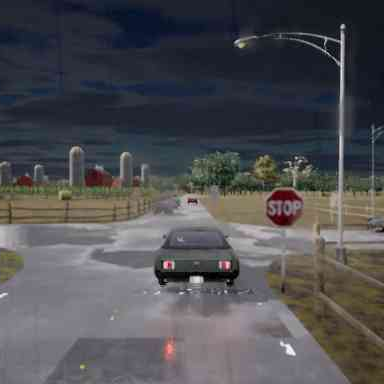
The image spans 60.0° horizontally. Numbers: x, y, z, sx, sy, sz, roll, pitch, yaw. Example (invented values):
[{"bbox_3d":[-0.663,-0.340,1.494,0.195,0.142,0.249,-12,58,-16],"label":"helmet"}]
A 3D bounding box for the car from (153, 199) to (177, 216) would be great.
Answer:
[{"bbox_3d":[-2.805,1.629,33.623,1.895,1.301,4.718,0,0,-1],"label":"car"}]

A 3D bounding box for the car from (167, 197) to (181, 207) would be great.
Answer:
[{"bbox_3d":[-2.829,1.573,54.170,2.033,1.411,5.357,0,0,0],"label":"car"}]

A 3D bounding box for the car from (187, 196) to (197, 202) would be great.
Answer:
[{"bbox_3d":[-0.003,1.567,74.054,1.994,1.385,4.181,0,0,0],"label":"car"}]

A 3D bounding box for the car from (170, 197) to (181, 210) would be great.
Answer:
[{"bbox_3d":[-2.843,1.592,43.696,1.994,1.385,4.181,0,0,0],"label":"car"}]

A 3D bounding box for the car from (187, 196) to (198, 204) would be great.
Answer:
[{"bbox_3d":[0.096,1.500,63.570,1.882,1.535,5.008,0,0,0],"label":"car"}]

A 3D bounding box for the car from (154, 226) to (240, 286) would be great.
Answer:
[{"bbox_3d":[0.103,1.613,9.431,1.895,1.301,4.718,0,0,0],"label":"car"}]

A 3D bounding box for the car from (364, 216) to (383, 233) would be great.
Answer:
[{"bbox_3d":[12.703,1.784,19.409,4.892,1.490,1.837,1,1,0],"label":"car"}]
